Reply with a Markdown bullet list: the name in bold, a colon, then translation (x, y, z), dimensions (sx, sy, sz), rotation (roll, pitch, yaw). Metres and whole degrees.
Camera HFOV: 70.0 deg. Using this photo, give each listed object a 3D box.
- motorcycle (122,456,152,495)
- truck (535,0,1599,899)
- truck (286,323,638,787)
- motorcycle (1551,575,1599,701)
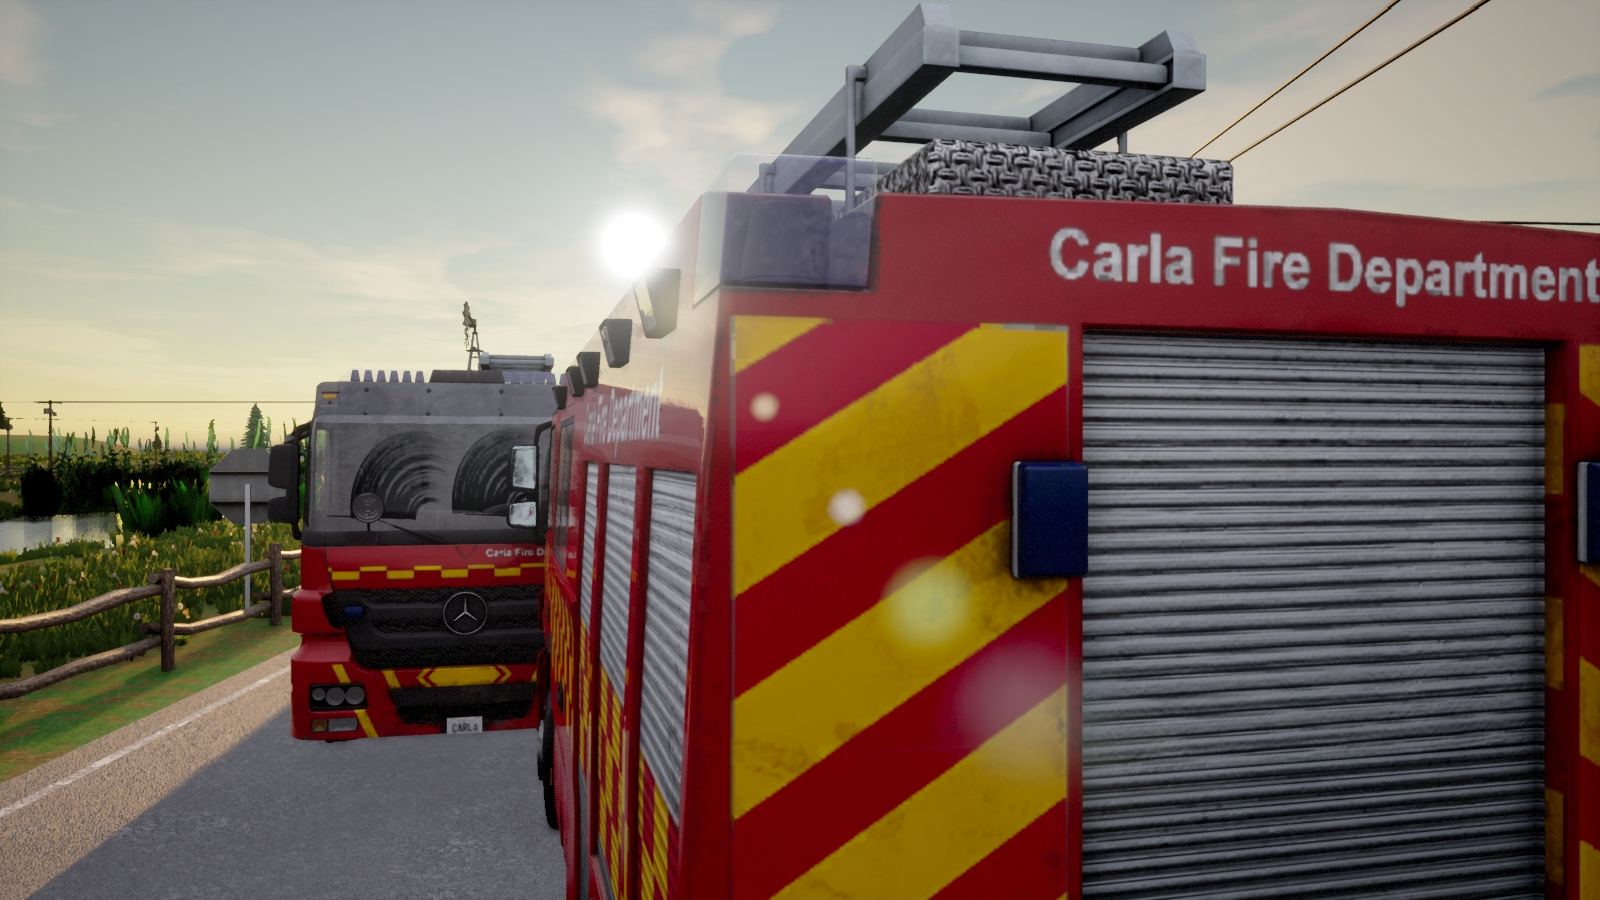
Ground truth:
- **motorcycle**: translation (-41.315, 1.577, 71.202), dimensions (0.803, 2.348, 2.033), rotation (0, 0, -4)
- **truck**: translation (0.007, 0.867, 6.875), dimensions (2.891, 3.827, 8.468), rotation (0, 0, -15)
- **truck**: translation (-3.907, 0.862, 13.889), dimensions (2.891, 3.827, 8.468), rotation (0, 0, -15)
- **motorcycle**: translation (9.790, 2.142, 13.135), dimensions (1.805, 1.316, 0.856), rotation (0, 0, -7)
